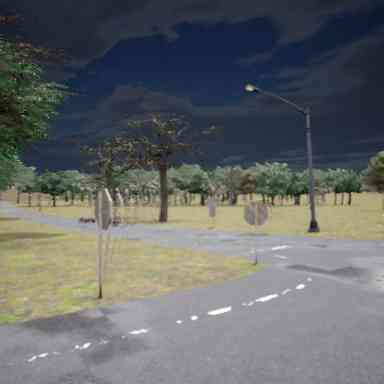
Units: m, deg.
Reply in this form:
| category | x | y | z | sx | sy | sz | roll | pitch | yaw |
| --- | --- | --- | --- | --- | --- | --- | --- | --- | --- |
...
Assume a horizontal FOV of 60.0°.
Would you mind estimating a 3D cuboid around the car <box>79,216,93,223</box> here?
| category | x | y | z | sx | sy | sz | roll | pitch | yaw |
| --- | --- | --- | --- | --- | --- | --- | --- | --- | --- |
| car | -18.816 | 4.859 | 59.501 | 1.895 | 1.301 | 4.718 | -1 | -2 | -34 |

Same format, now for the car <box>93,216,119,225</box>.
| category | x | y | z | sx | sy | sz | roll | pitch | yaw |
| --- | --- | --- | --- | --- | --- | --- | --- | --- | --- |
| car | -12.875 | 4.364 | 50.864 | 2.033 | 1.411 | 5.357 | -1 | -2 | -34 |
